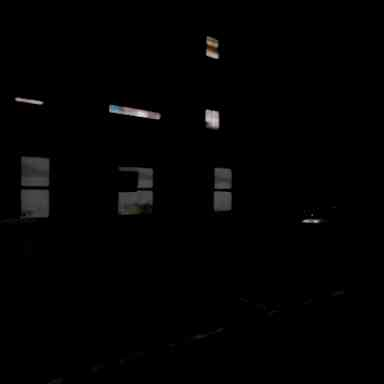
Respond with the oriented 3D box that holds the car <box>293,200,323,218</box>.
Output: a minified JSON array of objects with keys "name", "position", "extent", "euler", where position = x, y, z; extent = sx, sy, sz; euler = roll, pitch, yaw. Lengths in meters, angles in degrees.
[{"name":"car","position":[7.545,1.288,27.286],"extent":[2.033,1.411,5.357],"euler":[0,1,-36]}]

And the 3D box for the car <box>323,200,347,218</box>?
[{"name":"car","position":[10.794,1.345,28.126],"extent":[1.994,1.385,4.181],"euler":[0,1,-35]}]
